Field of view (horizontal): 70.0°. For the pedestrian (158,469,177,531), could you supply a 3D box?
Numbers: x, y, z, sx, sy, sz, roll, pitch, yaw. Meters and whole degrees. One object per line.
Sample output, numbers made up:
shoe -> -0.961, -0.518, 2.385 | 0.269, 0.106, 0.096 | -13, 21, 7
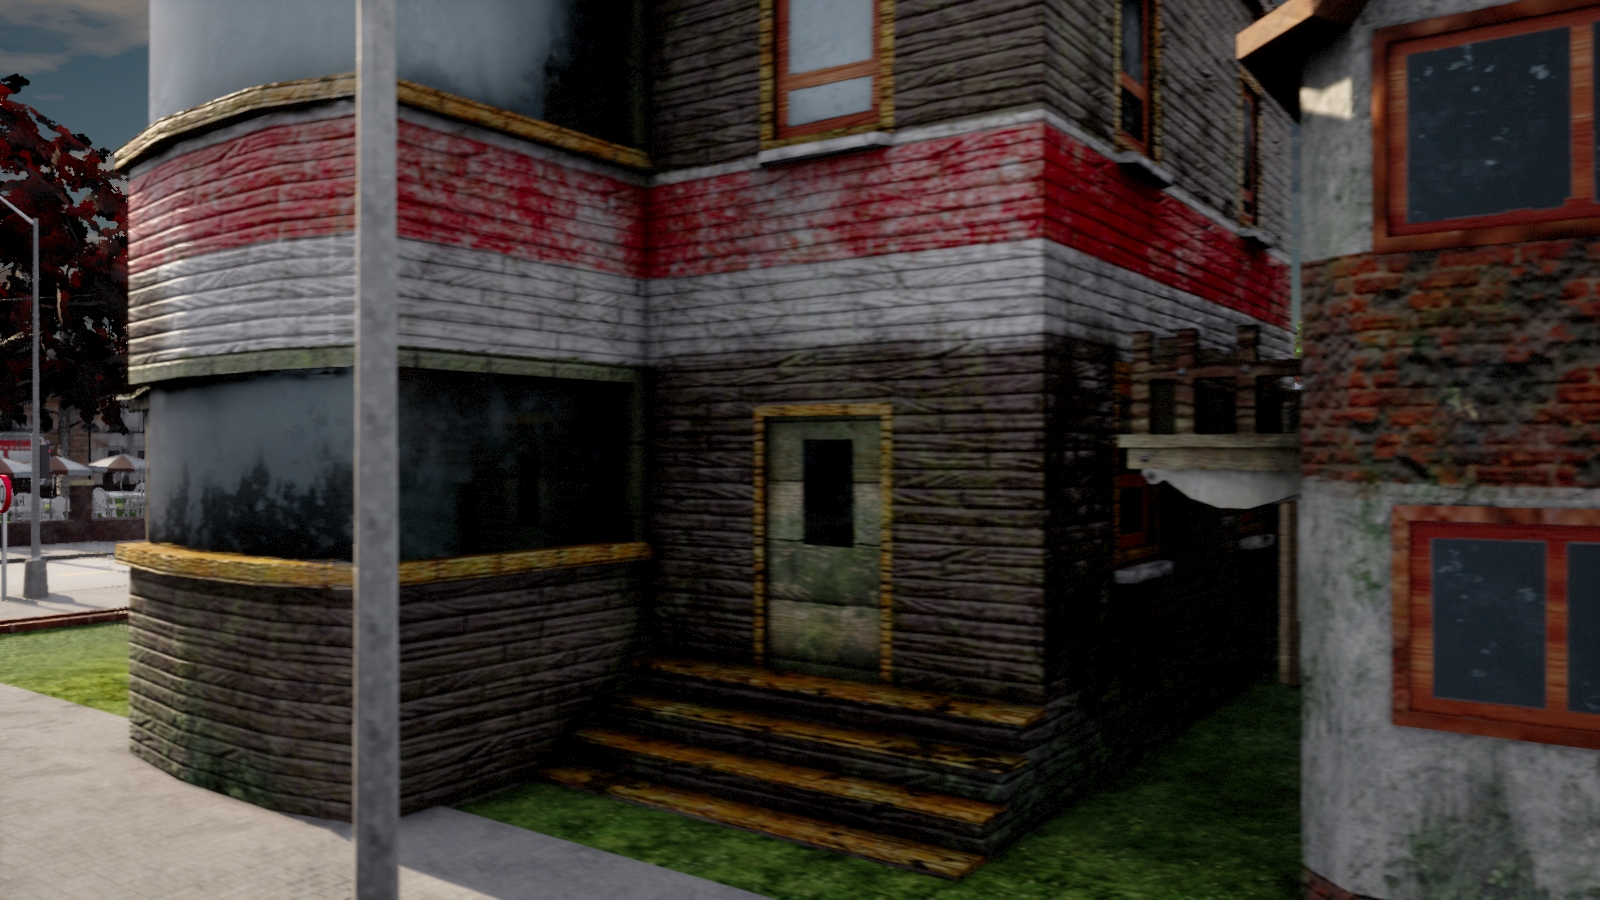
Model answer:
pedestrian -> -19.098, 1.503, 34.487 | 0.375, 1.860, 0.375 | 0, 0, 34
